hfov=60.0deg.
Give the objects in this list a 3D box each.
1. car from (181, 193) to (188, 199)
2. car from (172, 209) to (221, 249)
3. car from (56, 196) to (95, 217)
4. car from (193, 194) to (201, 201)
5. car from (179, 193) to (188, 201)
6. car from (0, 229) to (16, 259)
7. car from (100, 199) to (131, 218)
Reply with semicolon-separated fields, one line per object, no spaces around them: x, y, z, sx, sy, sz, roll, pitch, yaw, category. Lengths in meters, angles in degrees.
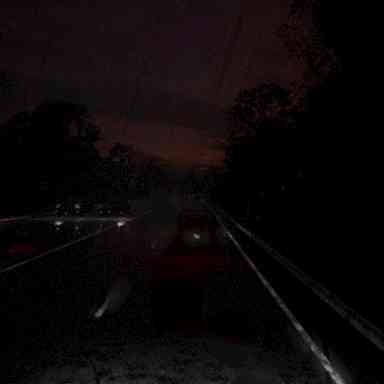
-2.007;1.180;95.075;1.837;1.490;4.892;1;0;1;car
0.205;1.470;14.552;1.882;1.535;5.008;1;0;1;car
-10.110;1.155;29.105;2.097;1.767;4.553;1;0;1;car
1.335;1.450;85.402;2.033;1.411;5.357;1;0;1;car
-2.176;1.331;84.658;1.882;1.535;5.008;1;0;1;car
-6.983;1.473;9.179;1.895;1.301;4.718;1;0;1;car
-6.610;1.370;29.210;1.837;1.490;4.892;1;0;1;car
